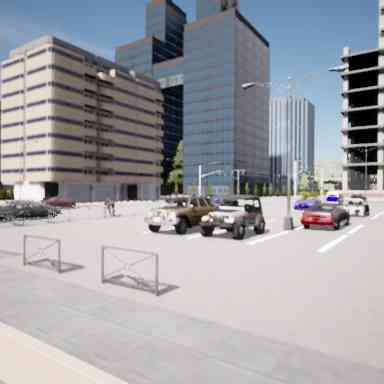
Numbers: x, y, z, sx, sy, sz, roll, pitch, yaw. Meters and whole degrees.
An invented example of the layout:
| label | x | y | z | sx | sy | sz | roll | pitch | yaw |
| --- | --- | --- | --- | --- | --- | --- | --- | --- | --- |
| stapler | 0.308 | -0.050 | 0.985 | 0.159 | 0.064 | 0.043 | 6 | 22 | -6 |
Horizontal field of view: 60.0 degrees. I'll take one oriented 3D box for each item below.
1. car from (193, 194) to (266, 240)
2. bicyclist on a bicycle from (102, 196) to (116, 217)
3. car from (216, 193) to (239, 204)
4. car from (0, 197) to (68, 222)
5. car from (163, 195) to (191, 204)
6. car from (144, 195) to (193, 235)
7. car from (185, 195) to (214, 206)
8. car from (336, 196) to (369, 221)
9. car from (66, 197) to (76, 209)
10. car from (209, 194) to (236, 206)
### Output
| label | x | y | z | sx | sy | sz | roll | pitch | yaw |
| --- | --- | --- | --- | --- | --- | --- | --- | --- | --- |
| car | 2.041 | 1.101 | 15.650 | 1.905 | 1.878 | 3.866 | 1 | 0 | 34 |
| bicyclist on a bicycle | -6.578 | 1.148 | 26.259 | 1.656 | 1.620 | 0.582 | 0 | 0 | 34 |
| car | 6.285 | 1.134 | 58.817 | 2.097 | 1.767 | 4.553 | 1 | 0 | 34 |
| car | -12.465 | 1.362 | 24.789 | 2.033 | 1.411 | 5.357 | 1 | 0 | 39 |
| car | -2.572 | 1.278 | 58.170 | 2.033 | 1.411 | 5.357 | 1 | 0 | 34 |
| car | -0.329 | 1.076 | 17.311 | 1.932 | 1.855 | 4.605 | 1 | 0 | 34 |
| car | 1.250 | 1.276 | 51.183 | 2.128 | 1.511 | 4.902 | 1 | 0 | 34 |
| car | 14.036 | 1.358 | 28.632 | 1.970 | 1.475 | 3.806 | 1 | 0 | 34 |
| car | -15.720 | 1.260 | 38.621 | 1.812 | 1.442 | 4.674 | 1 | 0 | 33 |
| car | 4.657 | 1.162 | 49.973 | 2.097 | 1.767 | 4.553 | 1 | 0 | 34 |
